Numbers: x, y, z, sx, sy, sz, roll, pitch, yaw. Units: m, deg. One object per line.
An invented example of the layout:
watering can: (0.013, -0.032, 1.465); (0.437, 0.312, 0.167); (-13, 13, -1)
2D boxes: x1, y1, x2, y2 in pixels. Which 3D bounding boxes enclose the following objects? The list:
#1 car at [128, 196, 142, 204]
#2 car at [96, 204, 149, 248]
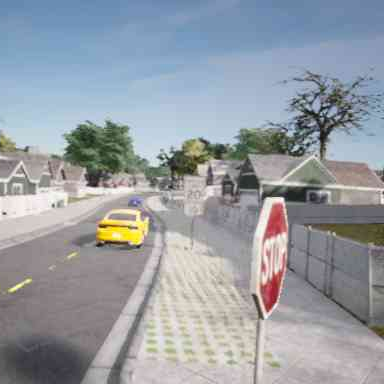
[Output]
car: (-8.415, 1.286, 49.181); (1.882, 1.535, 5.008); (3, 1, -10)
car: (-3.125, 1.574, 15.624); (1.882, 1.535, 5.008); (3, 0, -4)
